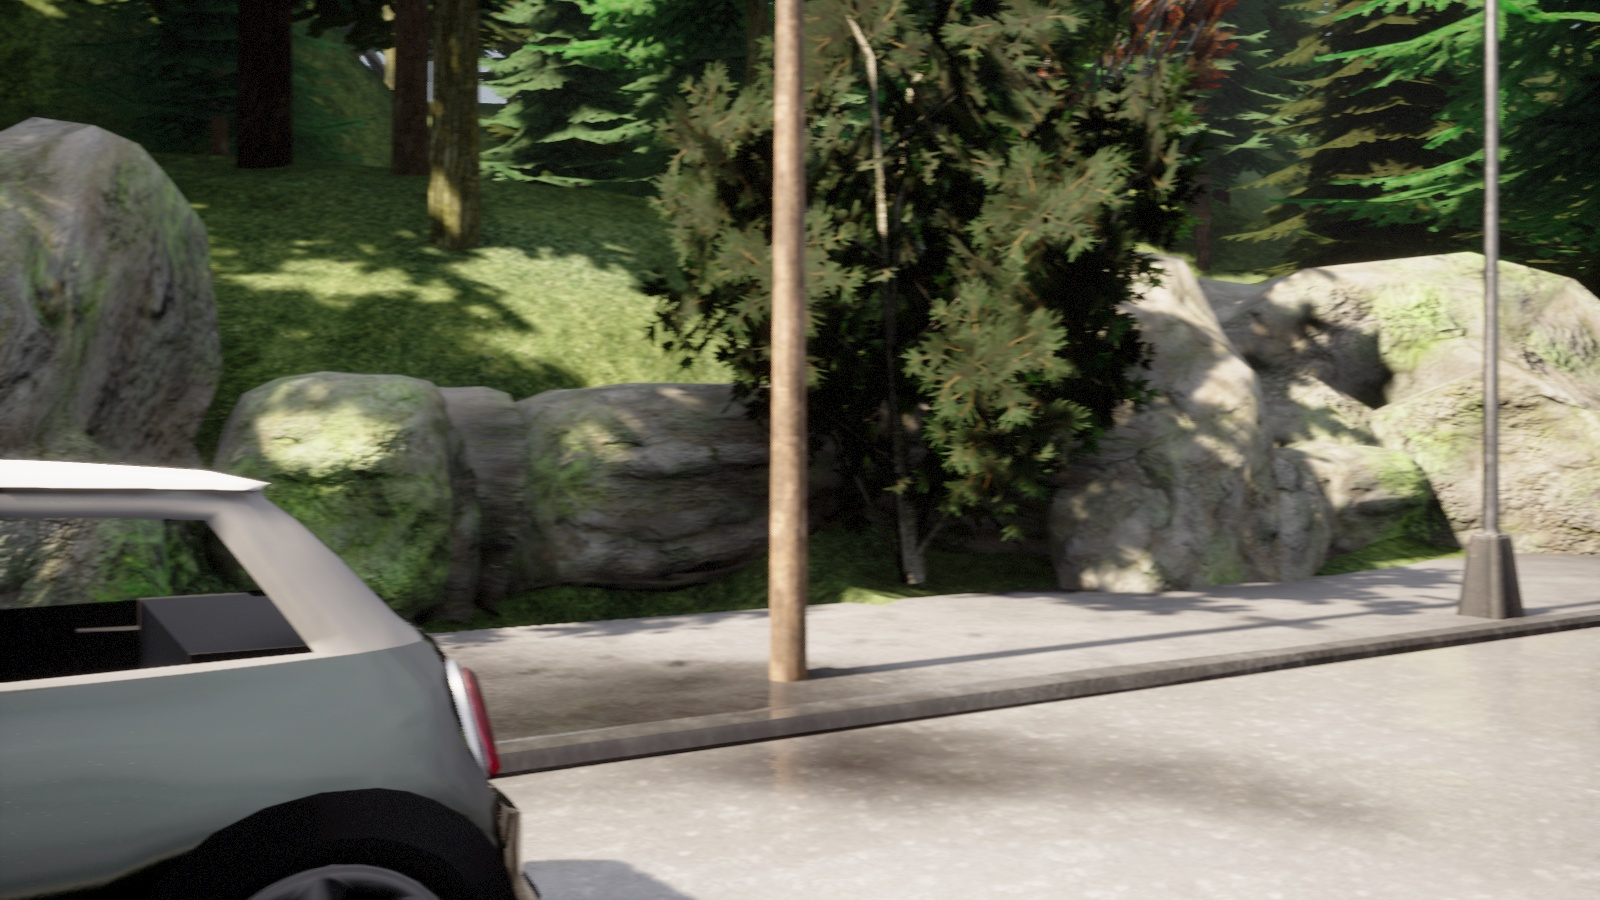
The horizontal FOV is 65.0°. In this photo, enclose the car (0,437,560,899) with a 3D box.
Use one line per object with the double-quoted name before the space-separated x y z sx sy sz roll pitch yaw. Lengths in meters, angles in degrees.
"car" -2.644 0.719 2.481 3.806 1.475 1.970 0 0 -32
